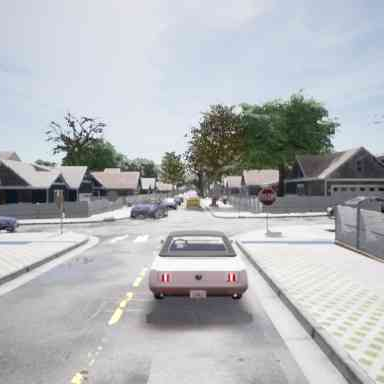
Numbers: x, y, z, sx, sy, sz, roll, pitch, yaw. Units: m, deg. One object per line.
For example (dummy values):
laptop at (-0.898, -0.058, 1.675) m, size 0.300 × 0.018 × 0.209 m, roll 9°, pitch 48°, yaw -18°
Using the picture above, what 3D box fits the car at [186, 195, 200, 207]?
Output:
car at (0.189, 1.382, 48.006) m, size 1.882 × 1.535 × 5.008 m, roll 0°, pitch 0°, yaw 0°

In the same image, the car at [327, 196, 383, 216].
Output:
car at (12.049, 1.072, 23.362) m, size 4.902 × 1.511 × 2.128 m, roll -2°, pitch 0°, yaw 0°

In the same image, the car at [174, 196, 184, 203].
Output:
car at (-2.628, 1.467, 68.393) m, size 1.895 × 1.301 × 4.718 m, roll 0°, pitch 0°, yaw 0°

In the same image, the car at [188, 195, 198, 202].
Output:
car at (0.159, 1.367, 71.969) m, size 2.128 × 1.511 × 4.902 m, roll 0°, pitch 0°, yaw 0°

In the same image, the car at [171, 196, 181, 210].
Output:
car at (-2.769, 1.467, 41.119) m, size 2.033 × 1.411 × 5.357 m, roll 0°, pitch 0°, yaw 0°

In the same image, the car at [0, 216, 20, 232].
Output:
car at (-13.004, 1.812, 20.207) m, size 4.674 × 1.442 × 1.812 m, roll -2°, pitch 0°, yaw 2°

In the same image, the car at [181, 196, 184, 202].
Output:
car at (-2.706, 1.418, 53.701) m, size 1.812 × 1.442 × 4.674 m, roll 0°, pitch 0°, yaw 0°

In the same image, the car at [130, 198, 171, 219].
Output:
car at (-3.585, 1.301, 28.300) m, size 2.097 × 1.767 × 4.553 m, roll 0°, pitch 0°, yaw 11°

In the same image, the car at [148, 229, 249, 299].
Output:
car at (0.120, 1.593, 8.356) m, size 1.895 × 1.301 × 4.718 m, roll 0°, pitch 0°, yaw 0°
